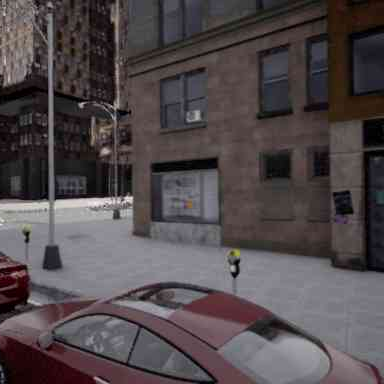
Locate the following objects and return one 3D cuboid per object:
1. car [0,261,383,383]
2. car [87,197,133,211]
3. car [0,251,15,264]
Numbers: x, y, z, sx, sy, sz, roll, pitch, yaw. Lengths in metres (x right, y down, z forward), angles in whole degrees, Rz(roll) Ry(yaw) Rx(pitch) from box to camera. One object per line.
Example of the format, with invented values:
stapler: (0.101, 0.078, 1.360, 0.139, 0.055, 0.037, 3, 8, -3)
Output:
car: (-0.418, 1.587, 3.270, 4.206, 1.307, 1.802, 0, -1, 35)
car: (-8.355, 1.165, 33.998, 1.895, 1.301, 4.718, -1, 1, 36)
car: (-4.987, 1.561, 6.524, 4.507, 1.381, 1.887, 0, -1, 35)
